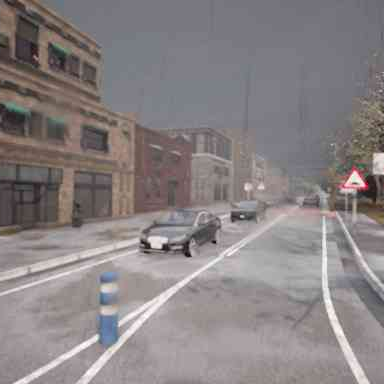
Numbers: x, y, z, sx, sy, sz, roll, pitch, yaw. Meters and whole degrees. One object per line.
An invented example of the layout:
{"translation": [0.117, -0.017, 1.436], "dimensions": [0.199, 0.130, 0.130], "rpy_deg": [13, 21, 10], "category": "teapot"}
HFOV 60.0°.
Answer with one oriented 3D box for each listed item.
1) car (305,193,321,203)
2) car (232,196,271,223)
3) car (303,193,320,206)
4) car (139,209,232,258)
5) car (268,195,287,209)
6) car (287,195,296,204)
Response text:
{"translation": [19.613, 0.982, 53.770], "dimensions": [2.128, 1.511, 4.902], "rpy_deg": [0, 1, 22], "category": "car"}
{"translation": [4.169, 1.303, 23.979], "dimensions": [1.882, 1.535, 5.008], "rpy_deg": [0, 1, 22], "category": "car"}
{"translation": [15.902, 1.155, 44.479], "dimensions": [1.994, 1.385, 4.181], "rpy_deg": [0, 1, 22], "category": "car"}
{"translation": [-0.237, 1.435, 12.859], "dimensions": [2.128, 1.511, 4.902], "rpy_deg": [0, 0, 22], "category": "car"}
{"translation": [8.431, 1.087, 34.705], "dimensions": [1.837, 1.490, 4.892], "rpy_deg": [0, -4, 22], "category": "car"}
{"translation": [14.417, 1.140, 49.528], "dimensions": [1.895, 1.301, 4.718], "rpy_deg": [0, 1, 22], "category": "car"}
